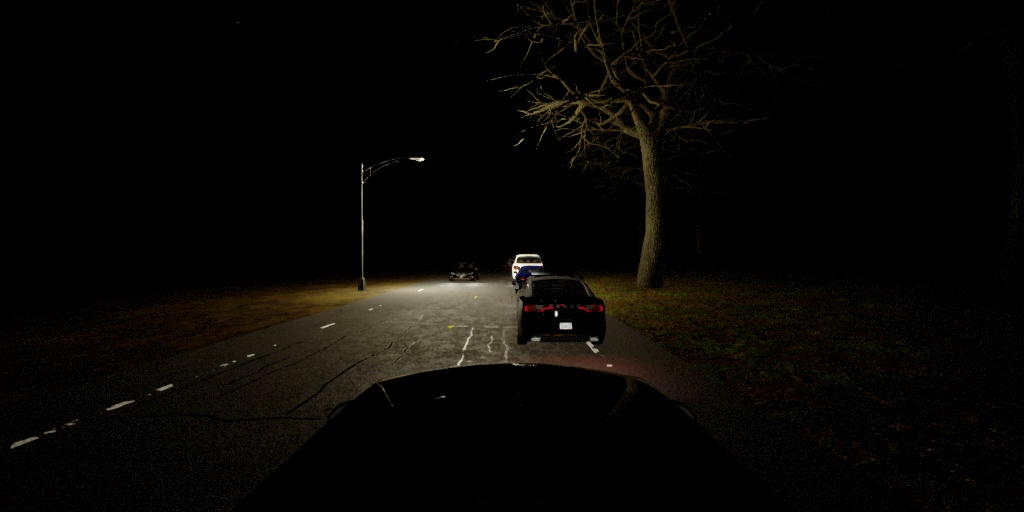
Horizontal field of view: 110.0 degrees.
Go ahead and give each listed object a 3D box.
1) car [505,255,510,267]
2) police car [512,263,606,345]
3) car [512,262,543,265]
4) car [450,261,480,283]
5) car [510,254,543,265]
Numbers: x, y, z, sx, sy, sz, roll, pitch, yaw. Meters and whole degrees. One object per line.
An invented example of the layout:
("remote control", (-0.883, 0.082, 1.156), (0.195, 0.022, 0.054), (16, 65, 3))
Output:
("car", (0.148, 0.911, 54.525), (1.812, 1.442, 4.674), (0, 1, 0))
("police car", (1.063, 1.164, 9.628), (1.930, 1.638, 5.238), (0, 0, 0))
("car", (1.079, 1.236, 19.519), (1.812, 1.442, 4.674), (0, 0, 0))
("car", (-3.558, 1.179, 27.634), (1.837, 1.490, 4.892), (0, 0, 0))
("car", (1.089, 0.909, 25.549), (2.150, 2.045, 5.566), (0, 0, 0))
